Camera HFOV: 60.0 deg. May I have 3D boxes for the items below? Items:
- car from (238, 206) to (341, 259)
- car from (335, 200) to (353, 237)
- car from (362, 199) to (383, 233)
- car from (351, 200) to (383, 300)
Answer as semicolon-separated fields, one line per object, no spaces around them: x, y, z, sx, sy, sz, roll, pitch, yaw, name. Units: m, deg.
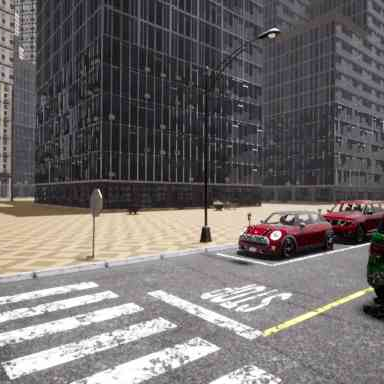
3.635;1.454;12.708;4.097;1.590;1.967;0;0;-39;car
8.010;1.335;16.278;5.009;1.841;2.192;0;0;-39;car
12.385;1.341;19.849;5.009;1.841;2.192;0;0;-39;car
5.873;1.231;7.199;5.566;2.045;2.150;0;0;-39;car
